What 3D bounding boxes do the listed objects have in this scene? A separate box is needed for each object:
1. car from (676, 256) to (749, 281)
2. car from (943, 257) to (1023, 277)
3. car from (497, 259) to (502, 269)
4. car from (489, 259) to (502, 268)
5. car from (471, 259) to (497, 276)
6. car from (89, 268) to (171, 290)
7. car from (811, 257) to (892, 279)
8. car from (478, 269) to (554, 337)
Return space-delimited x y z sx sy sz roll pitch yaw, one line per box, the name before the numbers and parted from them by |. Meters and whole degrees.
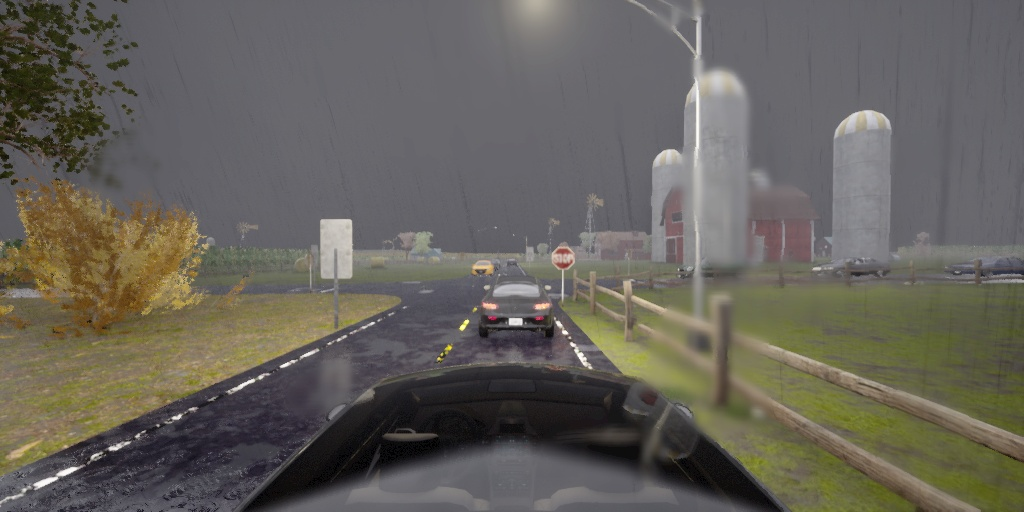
car | 14.297 0.844 25.852 4.553 1.767 2.097 -1 1 0
car | 34.874 0.747 25.991 5.357 1.411 2.033 -1 1 -1
car | -2.824 1.295 49.660 2.033 1.411 5.357 0 0 0
car | -2.774 1.260 60.532 1.837 1.490 4.892 0 0 0
car | -2.886 1.220 36.407 1.882 1.535 5.008 0 0 1
car | -27.241 1.606 25.580 4.892 1.490 1.837 -1 1 0
car | 24.465 0.838 25.925 4.902 1.511 2.128 -1 1 0
car | 0.146 1.271 10.141 1.812 1.442 4.674 0 0 2
